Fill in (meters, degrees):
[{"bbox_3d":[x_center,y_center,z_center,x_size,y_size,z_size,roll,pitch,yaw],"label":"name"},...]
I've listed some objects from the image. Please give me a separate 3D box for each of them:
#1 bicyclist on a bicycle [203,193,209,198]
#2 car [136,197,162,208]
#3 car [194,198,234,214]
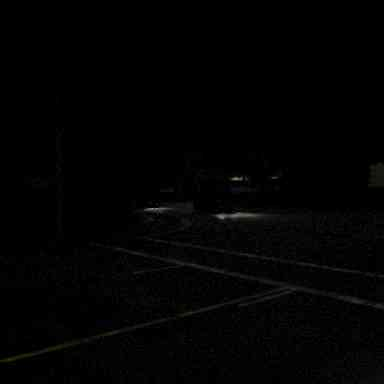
[{"bbox_3d":[2.233,1.014,52.092,1.656,1.620,0.582,-1,0,-37],"label":"bicyclist on a bicycle"},{"bbox_3d":[-6.038,1.418,45.695,1.837,1.490,4.892,-1,1,-37],"label":"car"},{"bbox_3d":[2.210,1.374,34.720,1.882,1.535,5.008,-1,0,-37],"label":"car"}]
